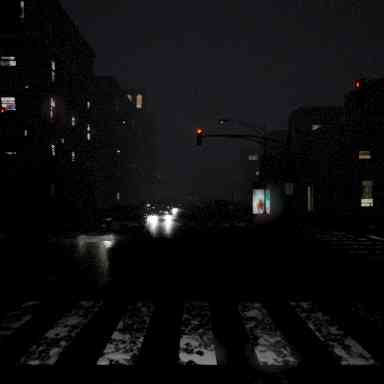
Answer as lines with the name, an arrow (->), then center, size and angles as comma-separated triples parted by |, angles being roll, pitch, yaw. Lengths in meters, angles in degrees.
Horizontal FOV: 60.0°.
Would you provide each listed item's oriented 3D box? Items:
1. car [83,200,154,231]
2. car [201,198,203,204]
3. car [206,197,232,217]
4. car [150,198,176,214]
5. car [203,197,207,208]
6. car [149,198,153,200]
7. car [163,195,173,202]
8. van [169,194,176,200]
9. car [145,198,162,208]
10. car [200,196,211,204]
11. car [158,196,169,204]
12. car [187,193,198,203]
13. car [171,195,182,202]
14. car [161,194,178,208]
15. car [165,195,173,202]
car -> -4.551, 1.443, 20.476 | 1.882, 1.535, 5.008 | 1, 0, 21
car -> 2.720, 1.572, 48.915 | 2.008, 1.369, 4.403 | 0, 0, 0
car -> 2.707, 1.446, 31.824 | 1.967, 1.590, 4.097 | 0, 0, 0
car -> -3.075, 1.609, 34.964 | 1.895, 1.301, 4.718 | 0, 0, 0
car -> 2.716, 1.597, 43.218 | 1.802, 1.307, 4.206 | 0, 0, 0
car -> -5.669, 1.561, 37.515 | 2.008, 1.369, 4.403 | 0, 0, 0
car -> -5.641, 1.498, 77.391 | 1.967, 1.590, 4.097 | 0, 0, 0
van -> -5.629, 1.431, 94.481 | 1.690, 1.788, 3.998 | -1, 0, 0
car -> -5.660, 1.572, 48.908 | 2.008, 1.369, 4.403 | 0, 0, 0
car -> 2.733, 1.592, 66.005 | 2.008, 1.369, 4.403 | -1, 0, 0
car -> -5.648, 1.566, 65.828 | 1.752, 1.417, 4.829 | 0, 0, 0
car -> 0.137, 1.269, 70.537 | 2.150, 2.045, 5.566 | 0, 0, 0
car -> -2.952, 1.233, 64.977 | 2.033, 1.411, 5.357 | 0, 0, 0
car -> -3.055, 1.514, 48.939 | 2.128, 1.511, 4.902 | 0, 0, 0
car -> -5.636, 1.593, 82.917 | 1.752, 1.417, 4.829 | -1, 0, 0
